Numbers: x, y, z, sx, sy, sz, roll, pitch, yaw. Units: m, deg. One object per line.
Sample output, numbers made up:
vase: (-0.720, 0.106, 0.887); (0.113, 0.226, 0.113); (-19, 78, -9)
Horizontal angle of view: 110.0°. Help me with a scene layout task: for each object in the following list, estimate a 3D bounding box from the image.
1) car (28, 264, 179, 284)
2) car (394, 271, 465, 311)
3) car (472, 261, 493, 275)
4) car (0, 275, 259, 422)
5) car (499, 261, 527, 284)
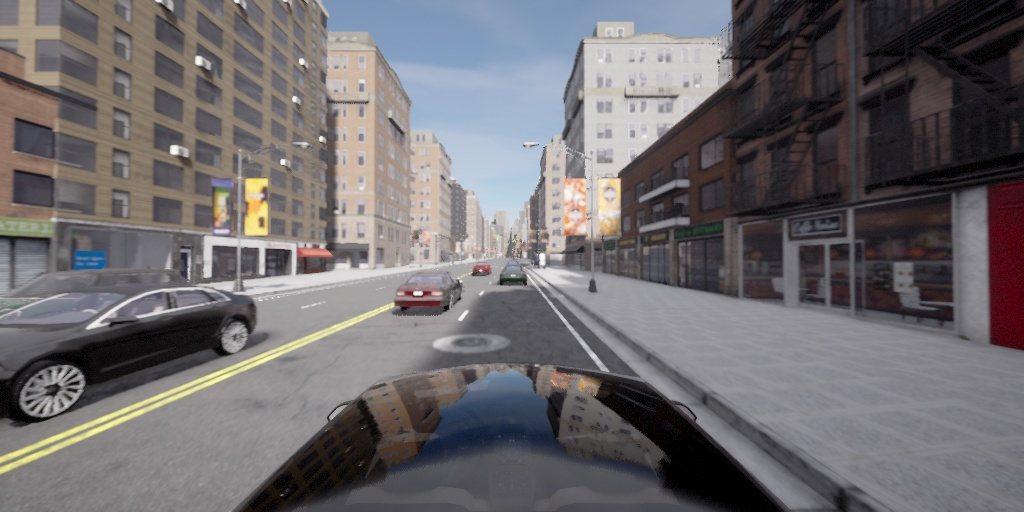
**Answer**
car: (-9.780, 1.103, 8.213); (2.097, 1.767, 4.553); (0, 0, 1)
car: (-3.152, 1.302, 14.553); (2.033, 1.411, 5.357); (0, 0, 0)
car: (-3.159, 1.294, 38.561); (1.812, 1.442, 4.674); (0, 0, 0)
car: (-6.511, 1.242, 5.882); (2.128, 1.511, 4.902); (0, 0, 0)
car: (0.089, 1.325, 26.730); (1.994, 1.385, 4.181); (0, 0, 0)
